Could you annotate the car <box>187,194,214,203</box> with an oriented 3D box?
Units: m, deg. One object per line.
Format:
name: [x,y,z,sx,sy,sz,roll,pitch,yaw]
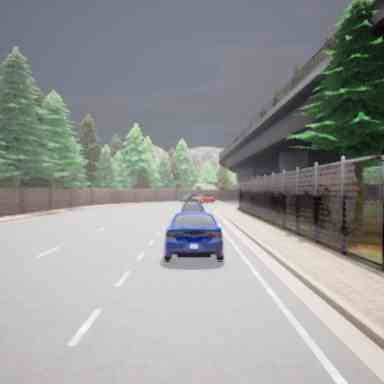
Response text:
car: [1.860,1.090,57.879,2.097,1.767,4.553,0,0,42]

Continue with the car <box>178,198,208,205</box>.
car: [0.061,1.435,28.358,1.994,1.385,4.181,0,0,0]

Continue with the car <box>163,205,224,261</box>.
car: [0.061,1.423,12.062,1.882,1.535,5.008,0,0,0]

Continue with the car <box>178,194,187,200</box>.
car: [-0.521,1.078,60.500,2.097,1.767,4.553,0,0,42]
